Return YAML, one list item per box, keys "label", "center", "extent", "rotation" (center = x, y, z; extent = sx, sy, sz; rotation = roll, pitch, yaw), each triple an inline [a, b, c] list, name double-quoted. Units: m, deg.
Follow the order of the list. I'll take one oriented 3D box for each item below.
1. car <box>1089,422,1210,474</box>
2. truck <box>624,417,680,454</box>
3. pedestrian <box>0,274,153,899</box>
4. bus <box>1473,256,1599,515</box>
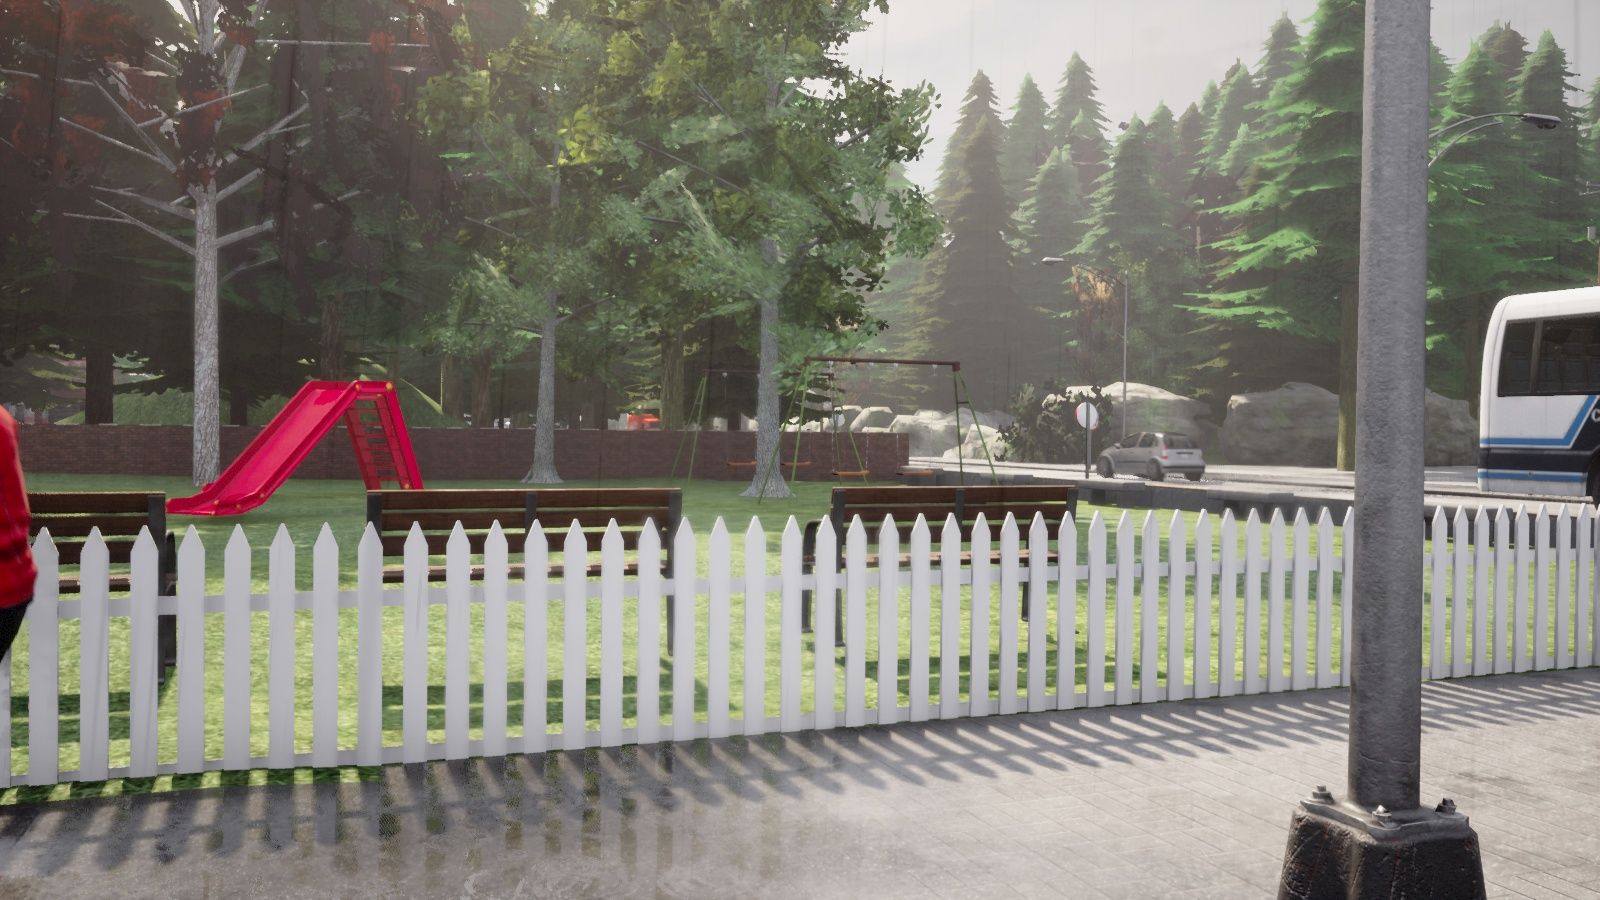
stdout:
- label: "car"
  center: [11.510, -0.106, 41.665]
  extent: [1.851, 1.617, 3.988]
  rotation: [-1, 1, -21]
- label: "truck"
  center: [-10.414, -1.003, 87.924]
  extent: [2.627, 2.467, 5.204]
  rotation: [-1, 1, -21]
- label: "pedestrian"
  center: [-2.434, 0.477, 3.503]
  extent: [0.899, 1.844, 0.634]
  rotation: [-1, 1, -1]
- label: "bus"
  center: [15.953, -1.057, 18.787]
  extent: [3.944, 4.253, 10.273]
  rotation: [-1, 1, -21]
